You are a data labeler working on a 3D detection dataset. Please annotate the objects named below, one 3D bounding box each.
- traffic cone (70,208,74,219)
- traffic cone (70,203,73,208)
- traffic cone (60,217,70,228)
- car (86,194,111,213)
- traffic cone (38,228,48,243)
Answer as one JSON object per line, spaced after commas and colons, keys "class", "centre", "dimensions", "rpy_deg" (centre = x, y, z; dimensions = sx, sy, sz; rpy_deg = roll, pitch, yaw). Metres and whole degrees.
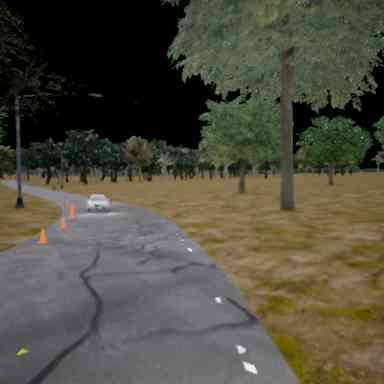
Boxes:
{"class": "traffic cone", "centre": [-8.396, 1.570, 23.151], "dimensions": [0.340, 0.580, 0.340], "rpy_deg": [-1, 2, -17]}
{"class": "traffic cone", "centre": [-9.914, 1.444, 27.751], "dimensions": [0.340, 0.580, 0.340], "rpy_deg": [-1, 2, -20]}
{"class": "traffic cone", "centre": [-7.141, 1.683, 18.472], "dimensions": [0.340, 0.580, 0.340], "rpy_deg": [-1, 1, -13]}
{"class": "car", "centre": [-8.343, 0.946, 29.369], "dimensions": [1.812, 1.442, 4.674], "rpy_deg": [-1, 2, -21]}
{"class": "traffic cone", "centre": [-6.152, 1.780, 13.727], "dimensions": [0.340, 0.580, 0.340], "rpy_deg": [-1, 1, -10]}
